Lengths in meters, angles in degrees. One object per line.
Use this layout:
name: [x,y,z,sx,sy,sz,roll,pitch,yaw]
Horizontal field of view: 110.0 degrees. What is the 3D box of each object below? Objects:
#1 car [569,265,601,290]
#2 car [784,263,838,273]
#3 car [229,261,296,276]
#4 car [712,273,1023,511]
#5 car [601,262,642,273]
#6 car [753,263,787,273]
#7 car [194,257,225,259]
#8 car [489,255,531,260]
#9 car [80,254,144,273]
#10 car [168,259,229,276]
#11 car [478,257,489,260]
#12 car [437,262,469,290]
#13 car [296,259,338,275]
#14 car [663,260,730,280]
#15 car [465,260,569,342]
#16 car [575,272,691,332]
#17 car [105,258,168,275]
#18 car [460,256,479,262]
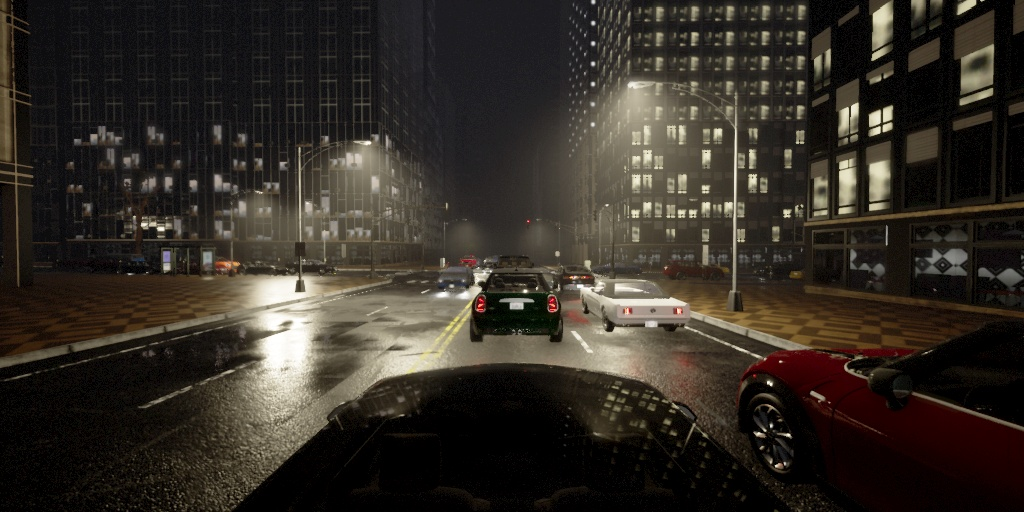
car: [3.359,1.250,20.090,1.837,1.490,4.892,0,0,0]
car: [27.656,1.586,32.016,4.829,1.417,1.751,0,0,1]
car: [-22.717,1.182,32.766,4.313,1.339,1.948,0,0,1]
car: [3.350,1.102,1.815,2.097,1.767,4.553,0,0,0]
car: [10.931,1.371,38.089,5.357,1.411,2.033,0,1,1]
car: [28.136,1.481,37.783,4.892,1.490,1.837,1,1,1]
car: [-29.411,0.864,35.611,4.553,1.767,2.097,1,1,1]
car: [0.108,0.968,19.595,2.150,2.045,5.566,0,0,0]
car: [-39.406,0.773,35.825,4.553,1.767,2.097,1,1,1]
car: [-28.401,1.146,32.902,4.207,1.307,1.802,0,0,1]
car: [-3.320,1.220,52.435,2.128,1.511,4.902,0,0,0]
car: [-3.381,1.291,22.620,2.033,1.411,5.357,0,0,-1]
car: [-19.793,1.090,35.412,4.902,1.511,2.128,1,1,1]
car: [16.208,1.277,32.219,5.009,1.841,2.192,0,0,1]
car: [0.103,1.101,9.883,2.097,1.767,4.553,0,0,0]
car: [3.355,1.349,10.832,1.895,1.301,4.718,0,0,0]
car: [-34.081,1.077,33.078,4.313,1.339,1.948,0,0,1]
car: [-6.573,0.949,53.969,2.150,2.045,5.566,0,0,0]
